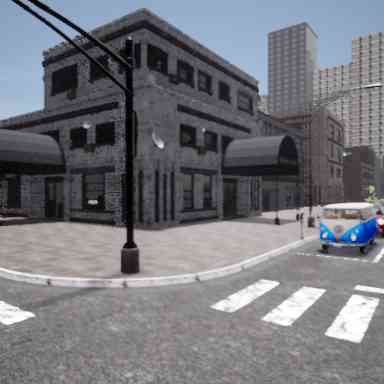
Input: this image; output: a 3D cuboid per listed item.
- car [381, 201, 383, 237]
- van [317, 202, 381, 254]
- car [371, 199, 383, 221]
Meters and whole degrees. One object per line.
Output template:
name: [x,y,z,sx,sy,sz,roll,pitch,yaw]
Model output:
car: [9.506,1.437,17.873,1.967,1.590,4.097,0,0,35]
van: [6.309,1.338,13.369,1.690,1.788,3.998,0,0,35]
car: [15.900,1.440,26.884,1.967,1.590,4.097,0,0,35]
